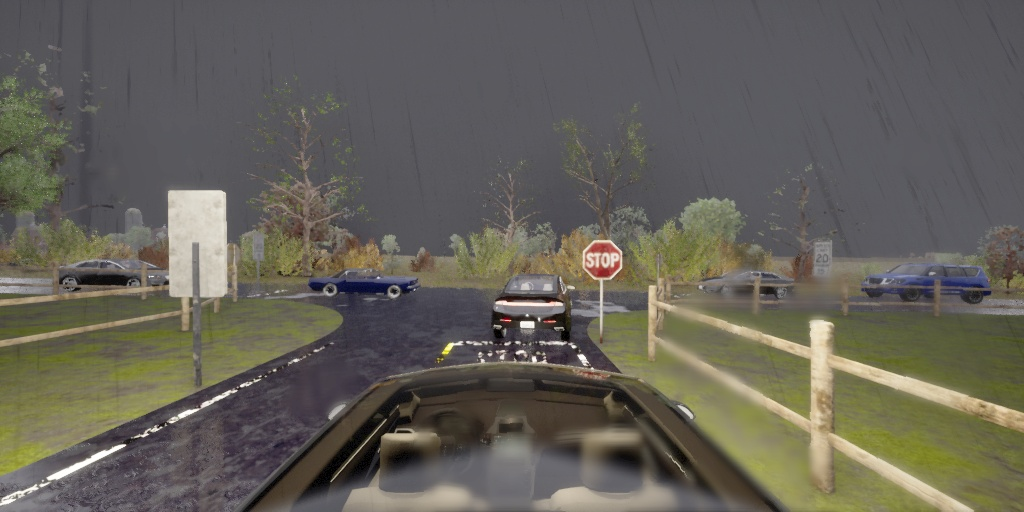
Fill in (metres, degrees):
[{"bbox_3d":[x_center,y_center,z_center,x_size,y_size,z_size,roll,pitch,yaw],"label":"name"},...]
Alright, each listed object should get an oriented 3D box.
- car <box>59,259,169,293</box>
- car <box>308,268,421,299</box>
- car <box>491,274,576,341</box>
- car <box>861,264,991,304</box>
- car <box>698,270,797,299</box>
[{"bbox_3d":[-18.490,0.885,17.020,4.902,1.511,2.128,1,1,0],"label":"car"},{"bbox_3d":[-6.823,1.248,17.004,4.718,1.301,1.895,1,1,0],"label":"car"},{"bbox_3d":[0.706,1.240,9.973,2.128,1.511,4.902,0,0,9],"label":"car"},{"bbox_3d":[22.899,1.466,19.922,5.566,2.045,2.150,1,1,0],"label":"car"},{"bbox_3d":[13.003,1.525,19.932,4.902,1.511,2.128,1,1,0],"label":"car"}]
